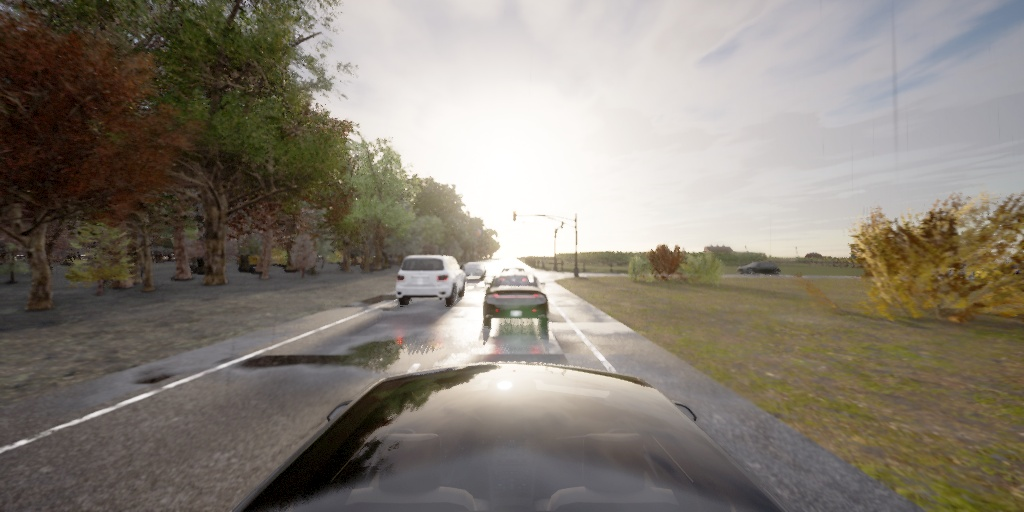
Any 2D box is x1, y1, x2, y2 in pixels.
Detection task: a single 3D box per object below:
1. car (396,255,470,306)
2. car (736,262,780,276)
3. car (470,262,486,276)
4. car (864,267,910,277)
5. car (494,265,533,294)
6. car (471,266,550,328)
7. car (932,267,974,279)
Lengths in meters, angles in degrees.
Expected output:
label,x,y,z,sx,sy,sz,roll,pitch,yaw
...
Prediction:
label,x,y,z,sx,sy,sz,roll,pitch,yaw
car,-3.404,0.982,15.951,2.150,2.045,5.566,0,0,0
car,30.353,1.510,44.341,4.553,1.767,2.097,1,-1,0
car,-3.408,1.294,32.659,1.812,1.442,4.674,0,0,0
car,46.458,1.839,44.232,4.892,1.490,1.837,1,-1,1
car,0.094,1.310,21.469,2.033,1.411,5.357,0,0,0
car,0.097,1.247,11.477,2.128,1.511,4.902,0,0,0
car,48.895,1.901,40.648,4.718,1.301,1.895,1,-1,1
